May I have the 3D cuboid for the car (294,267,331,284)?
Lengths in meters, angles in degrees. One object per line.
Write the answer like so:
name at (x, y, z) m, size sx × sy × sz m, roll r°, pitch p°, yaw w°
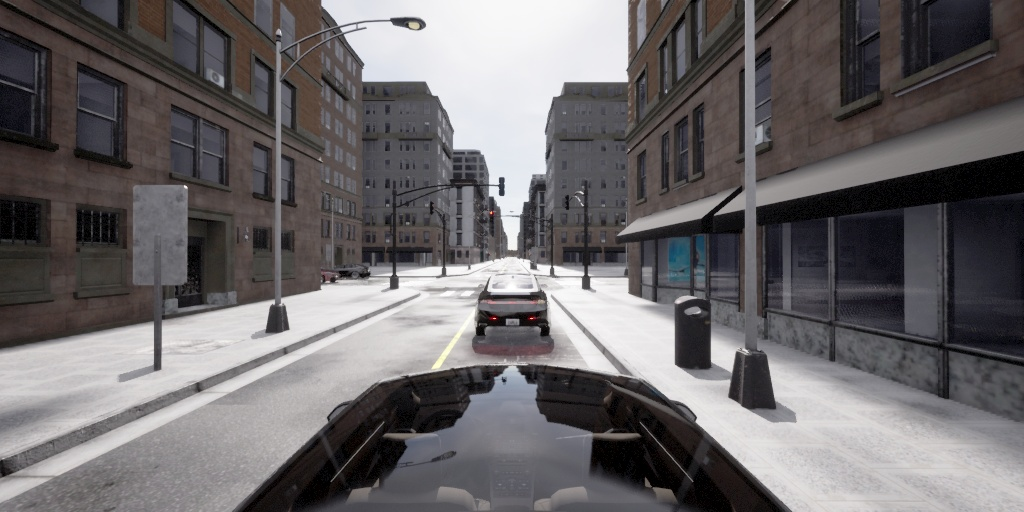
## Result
car at (-14.707, 1.289, 23.531) m, size 4.313 × 1.339 × 1.948 m, roll 0°, pitch 0°, yaw 0°

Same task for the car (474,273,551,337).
car at (0.024, 1.242, 10.341) m, size 2.128 × 1.511 × 4.902 m, roll 0°, pitch 0°, yaw 0°

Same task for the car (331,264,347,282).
car at (-14.735, 1.300, 26.075) m, size 4.181 × 1.385 × 1.994 m, roll 0°, pitch 0°, yaw 0°

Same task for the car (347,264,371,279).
car at (-14.677, 1.330, 31.557) m, size 4.313 × 1.339 × 1.948 m, roll 0°, pitch 0°, yaw 0°
